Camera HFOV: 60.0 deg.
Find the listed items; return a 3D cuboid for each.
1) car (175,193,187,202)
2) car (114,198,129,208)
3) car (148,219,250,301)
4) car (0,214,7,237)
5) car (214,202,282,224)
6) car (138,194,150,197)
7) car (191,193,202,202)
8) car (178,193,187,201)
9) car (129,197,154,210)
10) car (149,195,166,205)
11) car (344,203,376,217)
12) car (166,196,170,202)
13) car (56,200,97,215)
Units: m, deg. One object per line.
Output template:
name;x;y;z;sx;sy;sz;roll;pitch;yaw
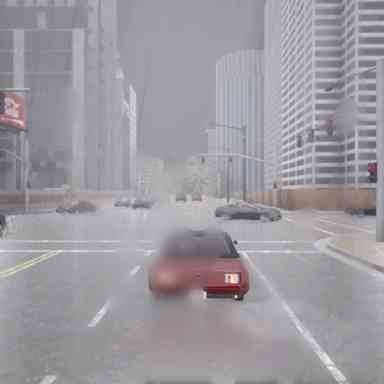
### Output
car;-2.469;1.242;73.436;2.150;2.045;5.566;0;0;1
car;-9.930;1.543;48.055;1.812;1.442;4.674;0;0;1
car;0.214;1.604;8.313;1.895;1.301;4.718;0;0;2
car;-10.405;1.497;15.019;2.128;1.511;4.902;0;0;1
car;4.064;1.500;24.521;4.902;1.511;2.128;0;0;20
car;-9.638;1.375;64.308;2.097;1.767;4.553;0;0;1
car;1.031;1.242;73.386;2.150;2.045;5.566;0;0;1
car;-2.317;1.215;84.076;2.097;1.767;4.553;0;0;1
car;-6.499;1.616;43.331;1.895;1.301;4.718;0;0;1
car;-6.265;1.621;58.475;1.895;1.301;4.718;0;0;1
car;16.540;1.612;30.438;4.718;1.301;1.895;0;0;1
car;-5.962;1.577;73.919;1.994;1.385;4.181;0;0;1
car;-11.775;1.538;34.383;1.812;1.442;4.674;1;0;26
